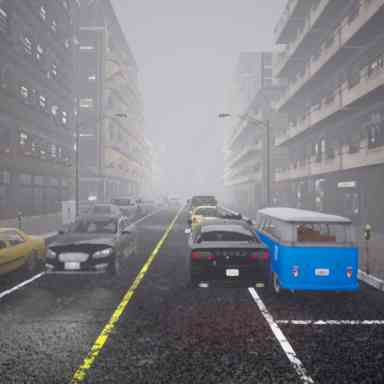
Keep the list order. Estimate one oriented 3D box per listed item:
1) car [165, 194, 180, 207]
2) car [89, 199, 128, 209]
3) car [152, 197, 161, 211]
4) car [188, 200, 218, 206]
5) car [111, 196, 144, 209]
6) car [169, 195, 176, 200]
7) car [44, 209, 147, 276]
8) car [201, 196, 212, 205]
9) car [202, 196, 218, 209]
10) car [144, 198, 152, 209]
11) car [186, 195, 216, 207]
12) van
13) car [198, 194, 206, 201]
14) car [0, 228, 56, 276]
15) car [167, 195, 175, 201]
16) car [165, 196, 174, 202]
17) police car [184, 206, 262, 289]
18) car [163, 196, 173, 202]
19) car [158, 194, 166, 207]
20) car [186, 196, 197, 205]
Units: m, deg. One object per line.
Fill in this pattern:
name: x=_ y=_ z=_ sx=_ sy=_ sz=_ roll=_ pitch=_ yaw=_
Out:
car: x=-2.789 y=1.530 z=51.549 sx=1.812 sy=1.442 sz=4.674 roll=0 pitch=0 yaw=0
car: x=-5.319 y=1.443 z=19.486 sx=1.967 sy=1.590 sz=4.097 roll=1 pitch=0 yaw=0
car: x=-5.338 y=1.586 z=41.682 sx=1.802 sy=1.307 sz=4.206 roll=1 pitch=0 yaw=0
car: x=0.811 y=1.458 z=19.404 sx=1.801 sy=1.575 sz=5.366 roll=0 pitch=0 yaw=0
car: x=-5.322 y=1.318 z=25.035 sx=2.192 sy=1.841 sz=5.009 roll=1 pitch=0 yaw=0
car: x=-5.377 y=1.583 z=91.623 sx=1.802 sy=1.307 sz=4.206 roll=1 pitch=0 yaw=0
car: x=-2.857 y=1.493 z=10.383 sx=2.128 sy=1.511 sz=4.902 roll=0 pitch=0 yaw=0
car: x=2.530 y=1.530 z=58.526 sx=1.752 sy=1.417 sz=4.829 roll=1 pitch=0 yaw=0
car: x=2.539 y=1.445 z=47.258 sx=1.967 sy=1.590 sz=4.097 roll=1 pitch=0 yaw=0
car: x=-5.326 y=1.319 z=30.584 sx=2.192 sy=1.841 sz=5.009 roll=1 pitch=0 yaw=0
car: x=0.806 y=1.228 z=25.245 sx=2.150 sy=2.045 sz=5.566 roll=0 pitch=0 yaw=0
van: x=2.571 y=1.342 z=8.414 sx=1.690 sy=1.788 sz=3.998 roll=1 pitch=0 yaw=0
car: x=2.509 y=1.442 z=86.101 sx=1.967 sy=1.590 sz=4.097 roll=1 pitch=0 yaw=0
car: x=-5.311 y=1.527 z=8.218 sx=1.752 sy=1.417 sz=4.829 roll=1 pitch=0 yaw=0
car: x=-5.373 y=1.584 z=86.074 sx=1.802 sy=1.307 sz=4.206 roll=1 pitch=0 yaw=0
car: x=-5.368 y=1.568 z=80.525 sx=1.947 sy=1.339 sz=4.313 roll=1 pitch=0 yaw=0
police car: x=0.819 y=1.427 z=9.323 sx=1.930 sy=1.638 sz=5.238 roll=0 pitch=0 yaw=0
car: x=-5.364 y=1.554 z=74.976 sx=2.008 sy=1.369 sz=4.403 roll=1 pitch=0 yaw=0
car: x=-5.346 y=1.530 z=52.610 sx=1.752 sy=1.417 sz=4.829 roll=1 pitch=0 yaw=0
car: x=-0.045 y=1.482 z=59.319 sx=1.882 sy=1.535 sz=5.008 roll=0 pitch=0 yaw=0
